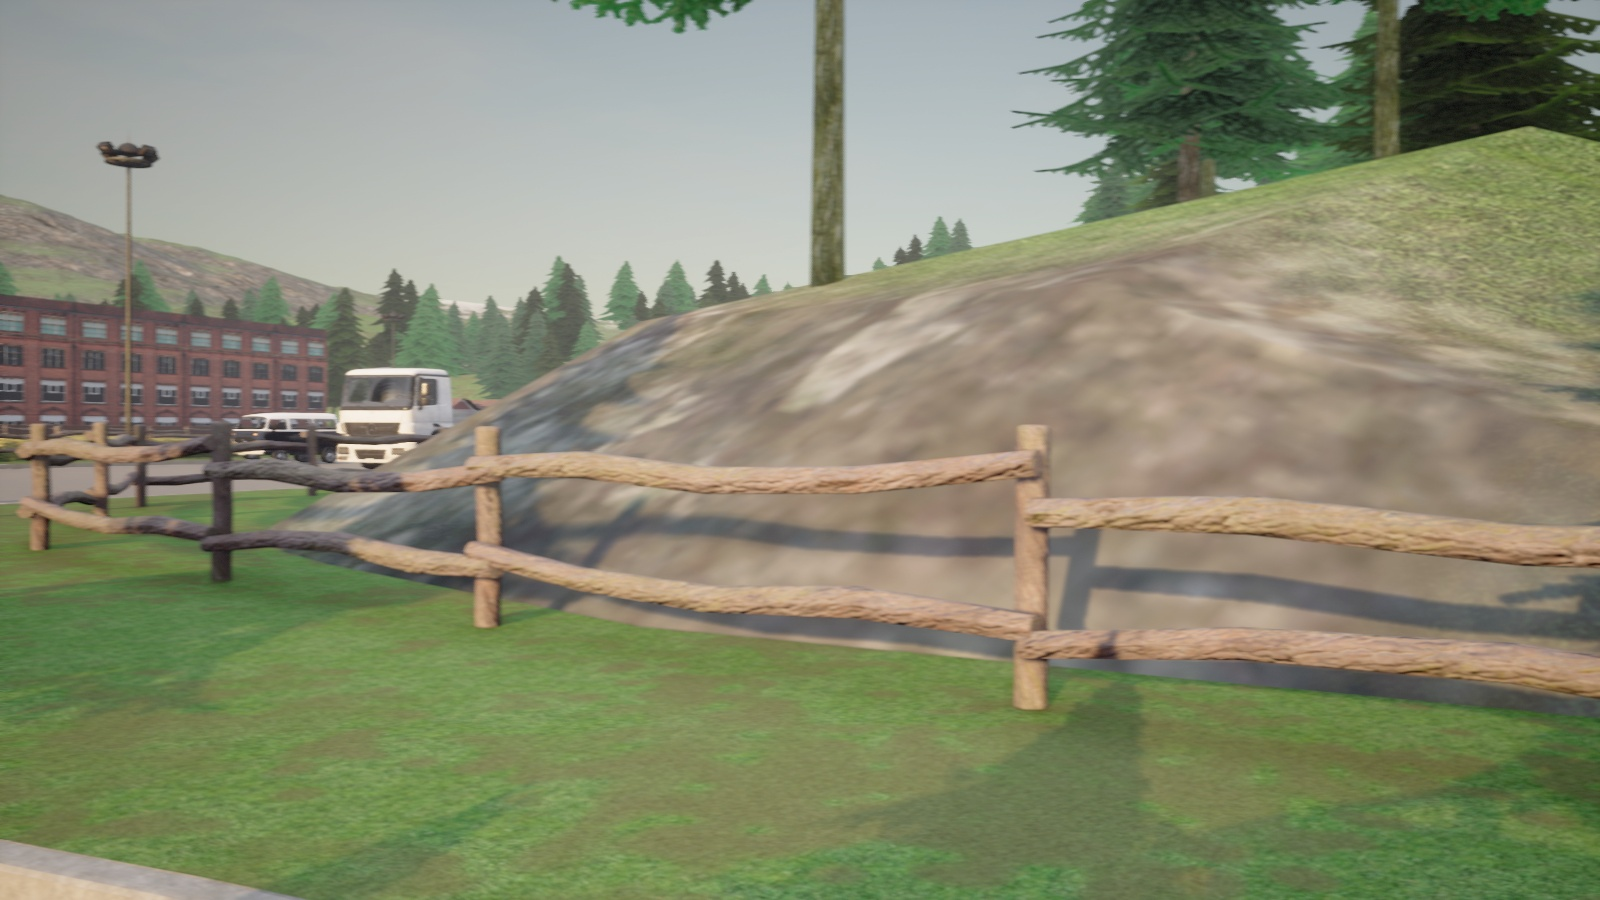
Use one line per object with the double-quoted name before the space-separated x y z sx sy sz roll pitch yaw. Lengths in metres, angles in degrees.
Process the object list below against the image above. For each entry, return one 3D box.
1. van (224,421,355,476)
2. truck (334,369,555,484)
"van" -20.013 -0.094 49.422 2.069 2.038 4.480 0 1 26
"truck" -11.681 -0.774 42.247 2.891 3.462 7.936 0 1 22
